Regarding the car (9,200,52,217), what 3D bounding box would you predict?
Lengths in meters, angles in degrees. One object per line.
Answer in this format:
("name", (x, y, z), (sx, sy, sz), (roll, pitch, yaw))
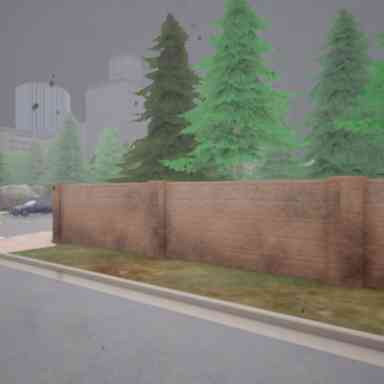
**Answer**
("car", (-14.368, 1.449, 30.817), (1.812, 1.442, 4.674), (0, 0, 35))
